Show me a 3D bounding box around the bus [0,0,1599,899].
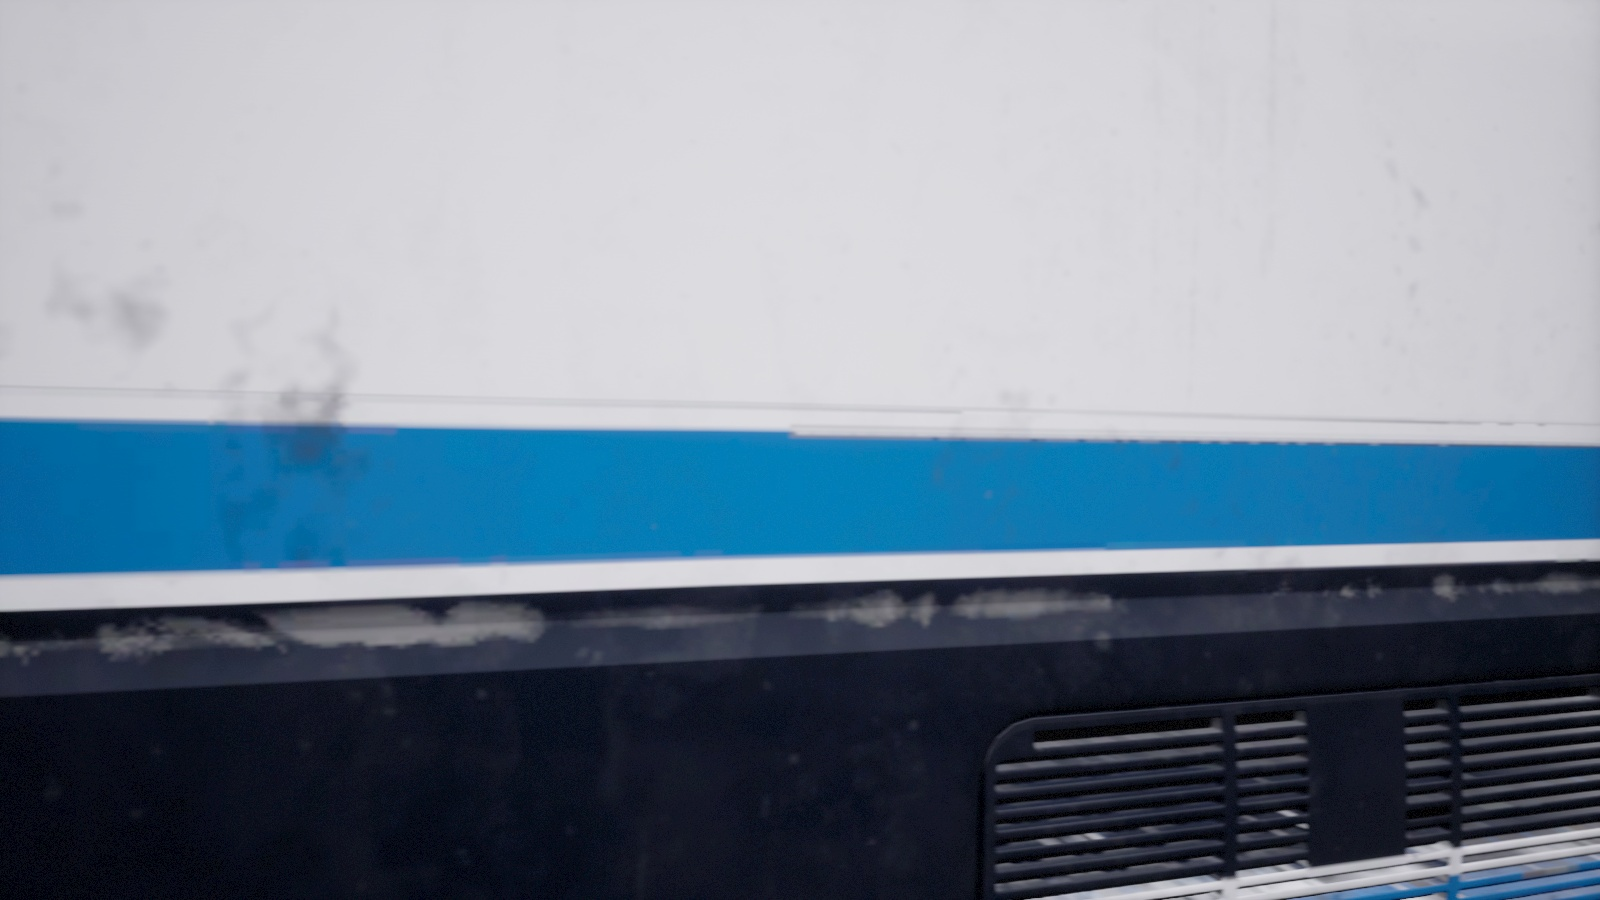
[{"bbox_3d":[-0.430,-0.618,3.059,10.273,4.253,3.944,-1,1,-21],"label":"bus"}]
